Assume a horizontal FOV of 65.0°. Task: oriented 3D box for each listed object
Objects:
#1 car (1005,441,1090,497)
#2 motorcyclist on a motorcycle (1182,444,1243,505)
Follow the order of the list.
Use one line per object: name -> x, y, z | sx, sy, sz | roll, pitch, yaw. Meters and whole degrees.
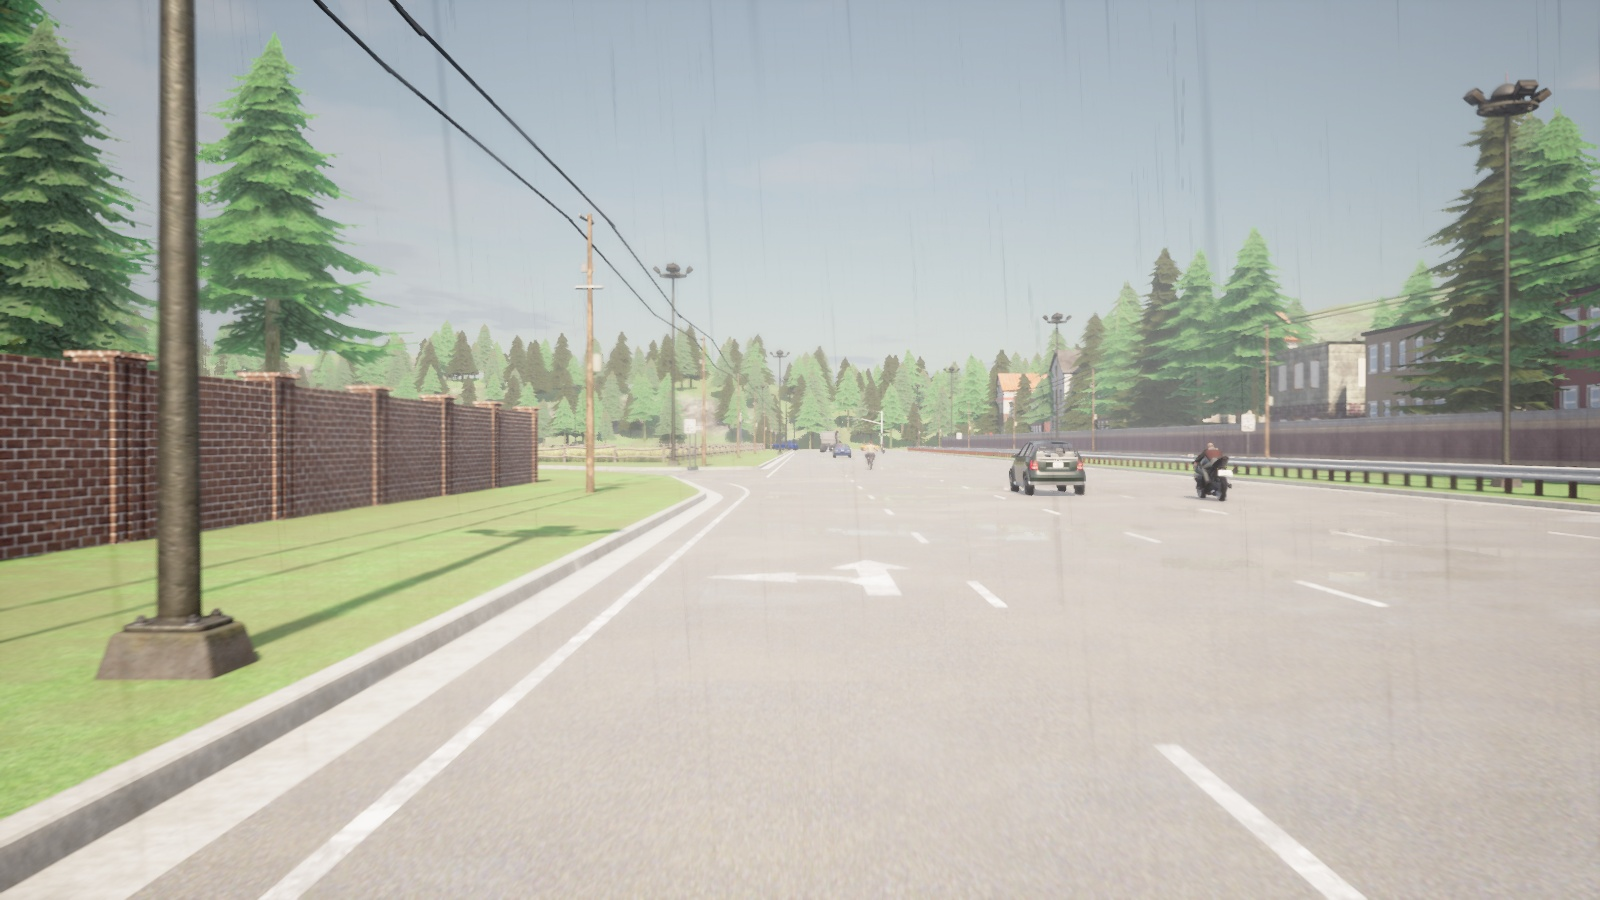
car -> 7.226, 0.523, 36.935 | 1.789, 1.549, 3.705 | 0, 0, 0
motorcyclist on a motorcycle -> 10.702, 0.606, 32.668 | 0.866, 1.530, 2.191 | 0, 0, 0
